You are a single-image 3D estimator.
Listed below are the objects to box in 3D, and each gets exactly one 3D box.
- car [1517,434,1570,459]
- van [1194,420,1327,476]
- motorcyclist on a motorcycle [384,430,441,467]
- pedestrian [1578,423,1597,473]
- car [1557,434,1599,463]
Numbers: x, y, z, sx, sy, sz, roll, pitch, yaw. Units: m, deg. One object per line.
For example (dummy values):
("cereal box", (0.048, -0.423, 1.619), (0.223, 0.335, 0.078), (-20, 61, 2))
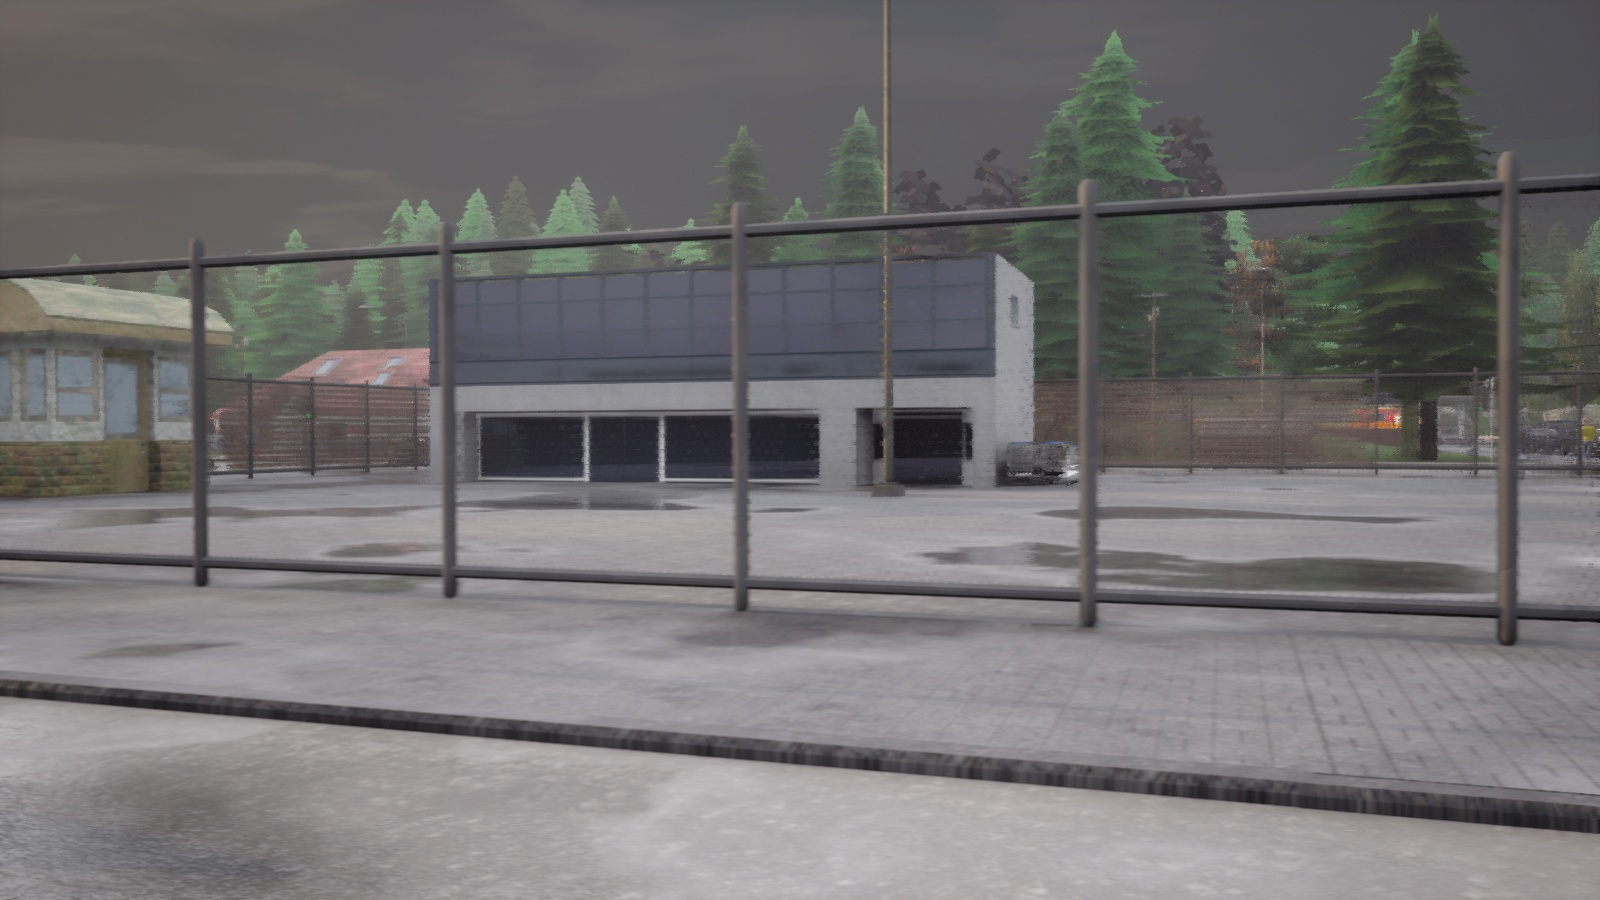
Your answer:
("car", (46.066, -0.246, 77.876), (1.837, 1.490, 4.892), (1, 1, 19))
("van", (16.762, -0.093, 45.885), (4.442, 1.987, 1.775), (1, 1, 19))
("motorcyclist on a motorcycle", (-16.879, -0.074, 54.778), (2.191, 1.530, 0.866), (-1, 3, -44))
("pedestrian", (29.238, -0.083, 46.635), (0.354, 1.836, 0.706), (0, 1, 12))
("car", (42.852, -0.105, 68.350), (1.837, 1.490, 4.892), (1, 1, 19))
